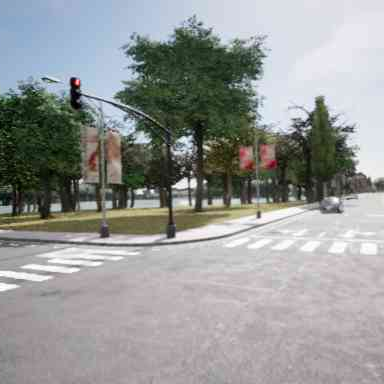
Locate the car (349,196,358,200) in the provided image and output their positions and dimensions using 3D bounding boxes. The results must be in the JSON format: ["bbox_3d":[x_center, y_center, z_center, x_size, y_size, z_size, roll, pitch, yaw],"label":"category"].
[{"bbox_3d":[28.746,1.000,59.490,1.994,1.385,4.181,-2,-1,29],"label":"car"}]

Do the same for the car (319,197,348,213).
[{"bbox_3d":[14.097,1.317,33.551,2.128,1.511,4.902,-2,-1,29],"label":"car"}]
